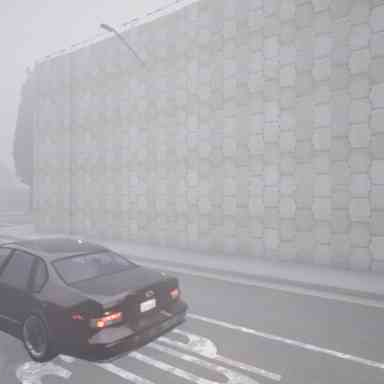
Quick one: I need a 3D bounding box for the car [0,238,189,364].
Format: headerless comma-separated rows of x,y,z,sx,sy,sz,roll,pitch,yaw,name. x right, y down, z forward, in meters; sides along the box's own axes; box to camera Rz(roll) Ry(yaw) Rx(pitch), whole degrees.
-2.633,1.548,5.854,5.357,1.411,2.033,0,0,35,car
